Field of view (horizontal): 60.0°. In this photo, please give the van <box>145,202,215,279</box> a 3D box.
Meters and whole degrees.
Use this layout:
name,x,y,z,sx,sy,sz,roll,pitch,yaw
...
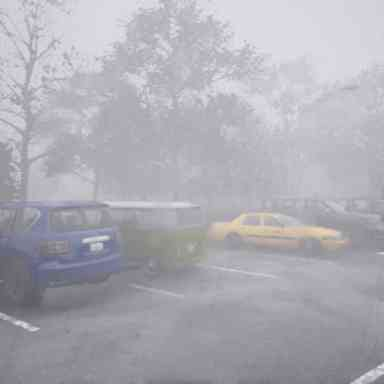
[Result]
name,x,y,z,sx,sy,sz,roll,pitch,yaw
van,-1.792,1.273,10.022,4.442,1.987,1.878,-1,-1,35

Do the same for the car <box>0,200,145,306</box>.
name,x,y,z,sx,sy,sz,roll,pitch,yaw
car,-4.132,1.238,8.263,5.566,2.045,2.435,-1,-1,35

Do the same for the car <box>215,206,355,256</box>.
name,x,y,z,sx,sy,sz,roll,pitch,yaw
car,3.290,1.506,13.302,5.366,1.575,1.946,-1,-1,34

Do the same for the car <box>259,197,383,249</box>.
name,x,y,z,sx,sy,sz,roll,pitch,yaw
car,5.569,1.265,15.097,5.566,2.045,2.435,-1,-1,35
